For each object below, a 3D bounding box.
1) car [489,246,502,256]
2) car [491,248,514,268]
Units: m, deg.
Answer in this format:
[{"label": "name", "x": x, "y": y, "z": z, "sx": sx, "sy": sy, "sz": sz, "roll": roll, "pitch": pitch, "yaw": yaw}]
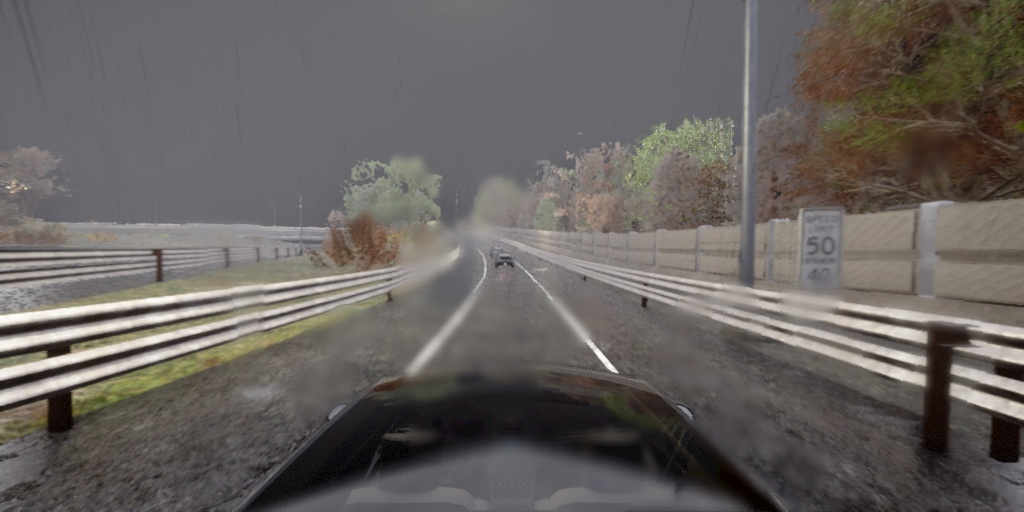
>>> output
[{"label": "car", "x": -2.010, "y": -0.576, "z": 47.903, "sx": 2.128, "sy": 1.511, "sz": 4.902, "roll": 0, "pitch": 5, "yaw": -6}, {"label": "car", "x": -0.822, "y": 0.341, "z": 35.263, "sx": 1.837, "sy": 1.490, "sz": 4.892, "roll": 0, "pitch": 4, "yaw": -5}]
